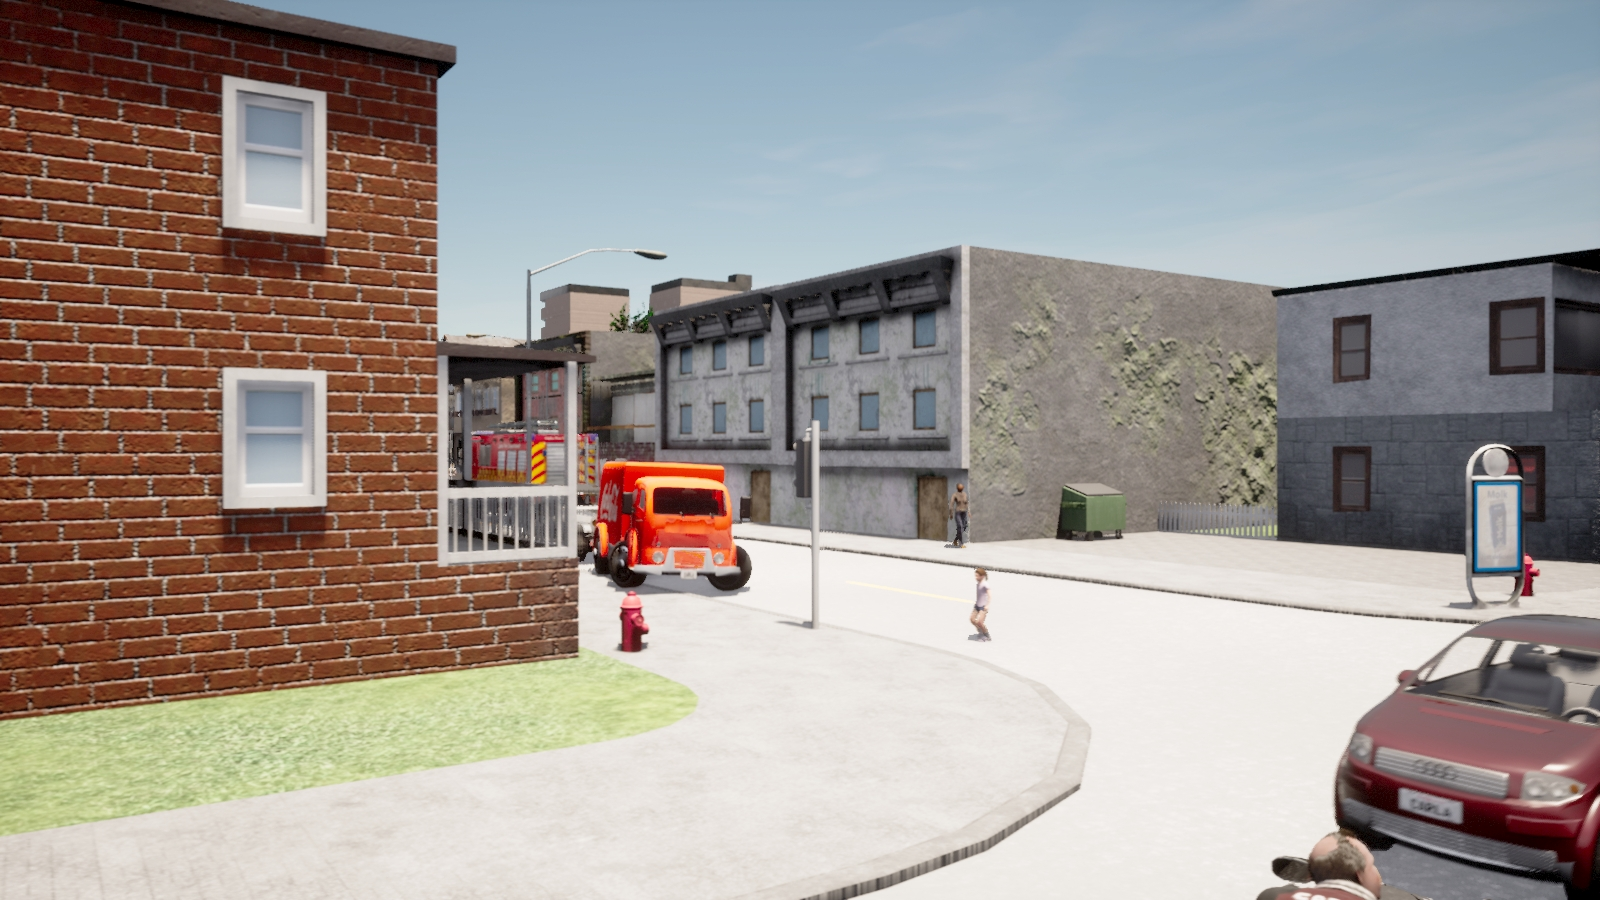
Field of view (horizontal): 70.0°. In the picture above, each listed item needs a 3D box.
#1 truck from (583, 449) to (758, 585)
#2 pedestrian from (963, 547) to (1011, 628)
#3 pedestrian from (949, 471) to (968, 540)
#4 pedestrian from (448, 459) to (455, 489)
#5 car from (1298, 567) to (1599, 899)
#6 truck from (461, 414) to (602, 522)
[{"bbox_3d":[-2.864,1.279,23.858,2.627,2.467,5.204,3,-1,-17],"label":"truck"},{"bbox_3d":[2.727,1.992,16.665,0.500,1.100,0.500,0,0,-21],"label":"pedestrian"},{"bbox_3d":[4.305,1.497,31.029,0.375,1.860,0.375,0,0,-18],"label":"pedestrian"},{"bbox_3d":[-21.743,1.494,71.370,0.375,1.860,0.375,0,0,-24],"label":"pedestrian"},{"bbox_3d":[5.449,1.793,8.124,3.705,1.549,1.789,0,0,-34],"label":"car"},{"bbox_3d":[-10.707,0.648,44.809,2.891,3.827,8.468,0,0,-32],"label":"truck"}]
